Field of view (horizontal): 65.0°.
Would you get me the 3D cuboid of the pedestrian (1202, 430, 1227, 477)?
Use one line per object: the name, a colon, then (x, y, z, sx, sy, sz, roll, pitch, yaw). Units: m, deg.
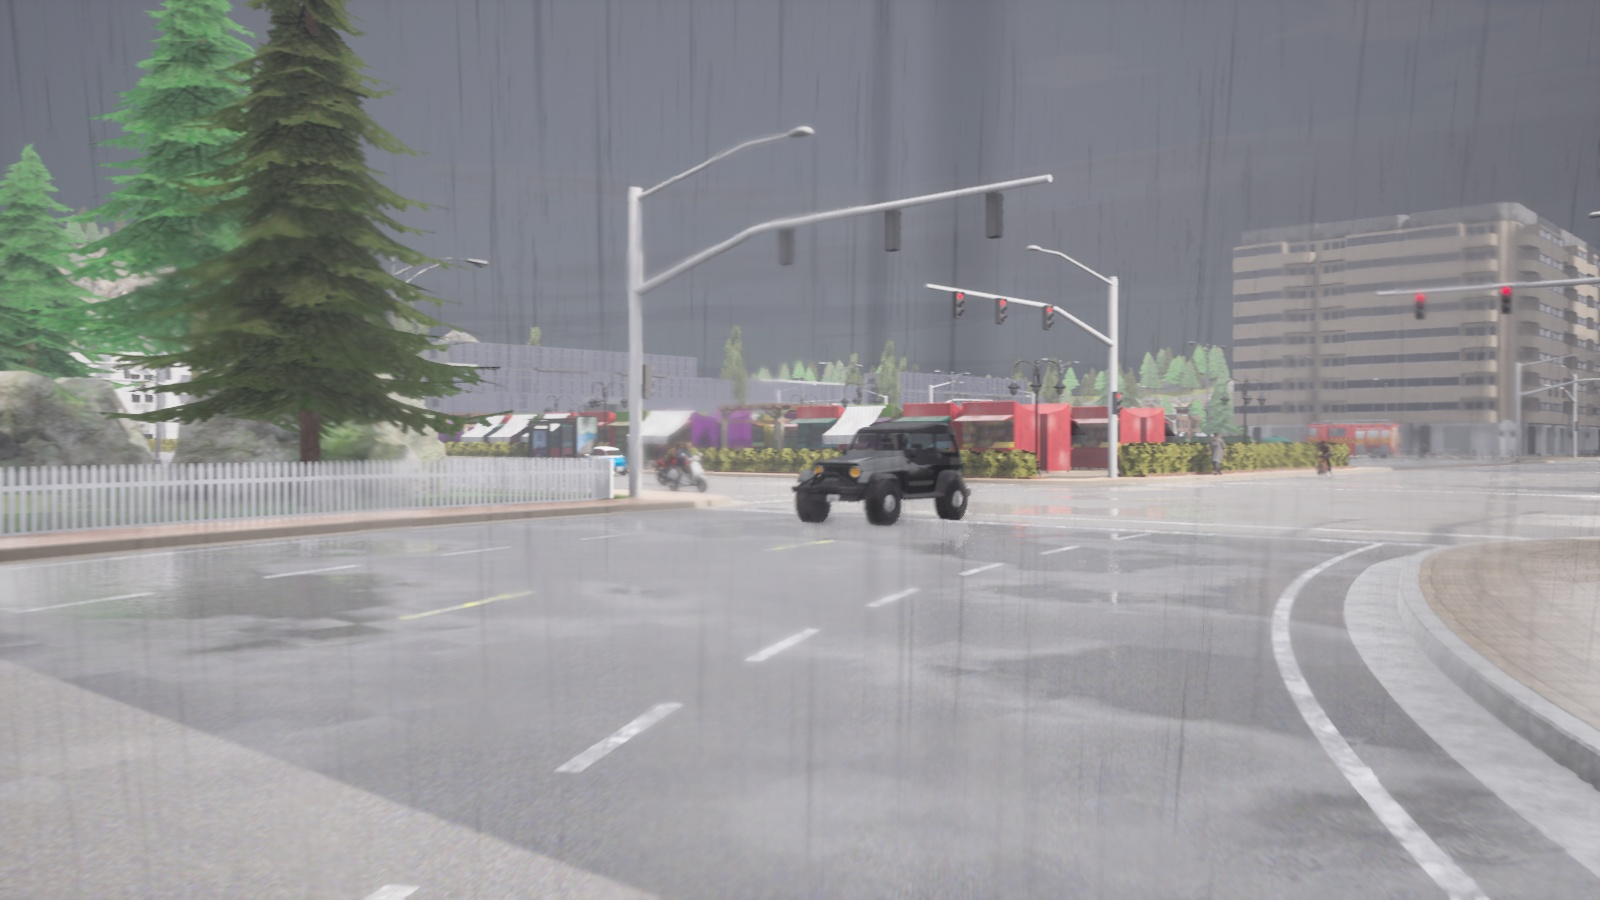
pedestrian: (17.161, 0.139, 52.014, 0.659, 1.952, 0.873, 0, 0, 44)

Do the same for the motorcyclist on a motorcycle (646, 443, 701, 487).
motorcyclist on a motorcycle: (-4.539, 0.521, 44.920, 2.044, 1.523, 0.797, 0, 0, 42)

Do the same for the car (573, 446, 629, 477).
car: (-9.287, 0.508, 58.608, 2.207, 1.376, 1.481, 1, 1, 42)

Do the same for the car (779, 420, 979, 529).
car: (1.555, 0.410, 23.638, 1.905, 1.878, 3.866, 0, 0, 38)

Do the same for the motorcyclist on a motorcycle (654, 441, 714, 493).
motorcyclist on a motorcycle: (-3.650, 0.525, 39.412, 1.817, 1.590, 0.866, 0, 0, 42)
